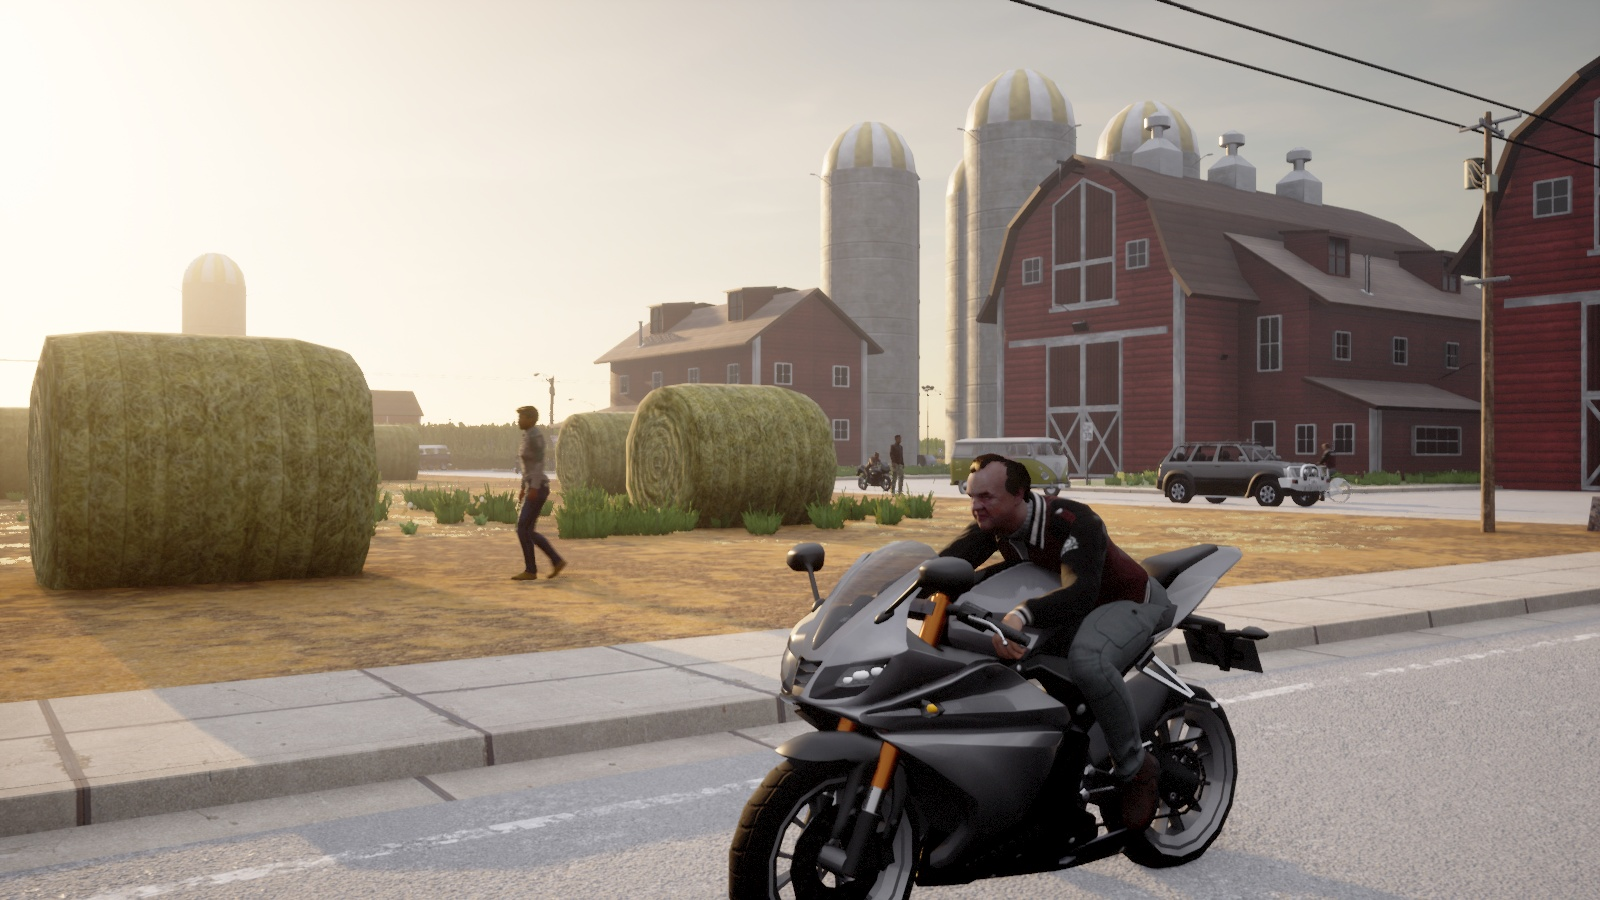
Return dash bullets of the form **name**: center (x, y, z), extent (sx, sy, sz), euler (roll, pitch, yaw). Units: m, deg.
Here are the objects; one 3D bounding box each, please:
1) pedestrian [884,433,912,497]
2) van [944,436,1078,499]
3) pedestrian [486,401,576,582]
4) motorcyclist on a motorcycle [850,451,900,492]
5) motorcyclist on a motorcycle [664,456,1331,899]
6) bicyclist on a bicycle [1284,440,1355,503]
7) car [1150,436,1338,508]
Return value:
- **pedestrian**: center (2.872, 0.443, 36.772), extent (0.431, 1.840, 0.703), euler (0, 0, -41)
- **van**: center (6.999, 0.552, 42.020), extent (1.775, 1.987, 4.442), euler (0, 0, -36)
- **pedestrian**: center (-2.751, 0.416, 12.846), extent (0.869, 1.805, 0.328), euler (0, 0, -19)
- **motorcyclist on a motorcycle**: center (2.848, 0.803, 47.760), extent (0.797, 1.523, 2.044), euler (0, 0, -36)
- **motorcyclist on a motorcycle**: center (0.725, 0.788, 4.164), extent (2.191, 1.530, 0.866), euler (0, 0, -35)
- **bicyclist on a bicycle**: center (15.170, 0.613, 36.694), extent (0.659, 1.776, 1.843), euler (0, 0, -36)
- **car**: center (12.212, 0.584, 34.812), extent (1.932, 1.855, 4.605), euler (0, 0, -36)
